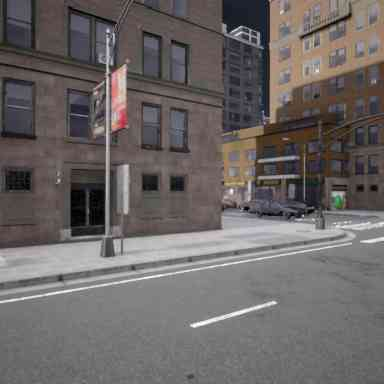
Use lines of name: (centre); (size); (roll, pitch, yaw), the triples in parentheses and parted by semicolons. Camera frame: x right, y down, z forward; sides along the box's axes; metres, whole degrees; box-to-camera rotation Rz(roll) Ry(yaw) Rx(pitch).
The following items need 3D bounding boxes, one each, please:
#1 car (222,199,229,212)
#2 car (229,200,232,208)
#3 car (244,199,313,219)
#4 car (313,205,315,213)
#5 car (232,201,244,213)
car: (1.645, 1.592, 37.379); (1.895, 1.301, 4.718); (0, 0, -35)
car: (4.182, 1.594, 43.298); (1.802, 1.307, 4.206); (0, 0, -35)
car: (7.428, 1.541, 29.170); (2.033, 1.411, 5.357); (0, 0, -37)
car: (10.545, 1.580, 34.298); (1.947, 1.339, 4.313); (0, 0, -35)
car: (6.897, 1.495, 34.996); (2.128, 1.511, 4.902); (0, 0, -35)
